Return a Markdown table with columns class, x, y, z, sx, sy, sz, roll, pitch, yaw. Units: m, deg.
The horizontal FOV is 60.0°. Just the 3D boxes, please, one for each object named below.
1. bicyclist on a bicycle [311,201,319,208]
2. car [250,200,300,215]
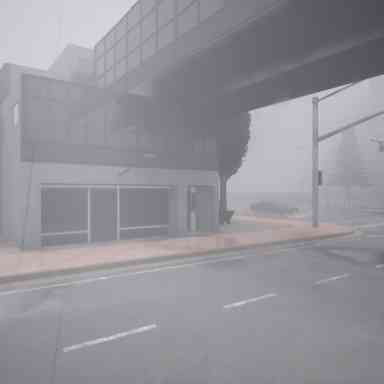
| class | x | y | z | sx | sy | sz | roll | pitch | yaw |
| --- | --- | --- | --- | --- | --- | --- | --- | --- | --- |
| bicyclist on a bicycle | 15.781 | 1.301 | 42.744 | 1.656 | 1.620 | 0.582 | 0 | 0 | -36 |
| car | 8.359 | 1.547 | 34.252 | 2.033 | 1.411 | 5.357 | 0 | 0 | -36 |
